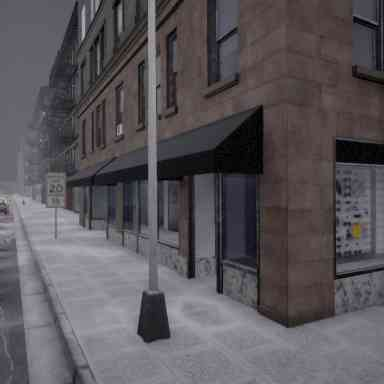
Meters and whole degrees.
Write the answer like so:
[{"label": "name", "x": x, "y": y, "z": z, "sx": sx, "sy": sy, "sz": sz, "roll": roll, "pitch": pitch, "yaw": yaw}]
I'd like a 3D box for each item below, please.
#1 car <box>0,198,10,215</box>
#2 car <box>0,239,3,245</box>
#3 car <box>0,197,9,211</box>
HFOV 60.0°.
[{"label": "car", "x": -19.388, "y": 1.488, "z": 33.265, "sx": 2.128, "sy": 1.511, "sz": 4.902, "roll": 0, "pitch": 0, "yaw": -28}, {"label": "car", "x": -5.137, "y": 1.507, "z": 6.961, "sx": 1.837, "sy": 1.490, "sz": 4.892, "roll": 0, "pitch": 0, "yaw": -29}, {"label": "car", "x": -24.409, "y": 1.468, "z": 42.406, "sx": 1.882, "sy": 1.535, "sz": 5.008, "roll": 0, "pitch": 0, "yaw": -28}]
